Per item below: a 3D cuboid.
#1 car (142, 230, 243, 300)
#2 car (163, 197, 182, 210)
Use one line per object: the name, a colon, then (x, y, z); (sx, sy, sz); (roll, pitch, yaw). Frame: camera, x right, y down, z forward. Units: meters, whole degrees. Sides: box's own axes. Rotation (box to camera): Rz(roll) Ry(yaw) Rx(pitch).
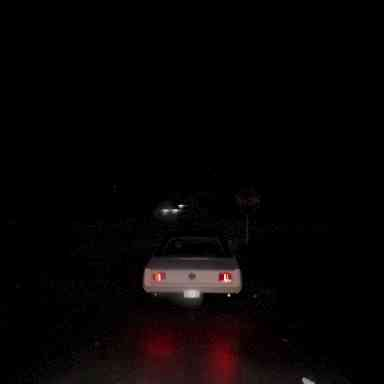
car: (0.074, 1.600, 8.370); (1.895, 1.301, 4.718); (0, 0, 2)
car: (-2.826, 1.626, 44.714); (2.033, 1.411, 5.357); (0, 0, 0)
